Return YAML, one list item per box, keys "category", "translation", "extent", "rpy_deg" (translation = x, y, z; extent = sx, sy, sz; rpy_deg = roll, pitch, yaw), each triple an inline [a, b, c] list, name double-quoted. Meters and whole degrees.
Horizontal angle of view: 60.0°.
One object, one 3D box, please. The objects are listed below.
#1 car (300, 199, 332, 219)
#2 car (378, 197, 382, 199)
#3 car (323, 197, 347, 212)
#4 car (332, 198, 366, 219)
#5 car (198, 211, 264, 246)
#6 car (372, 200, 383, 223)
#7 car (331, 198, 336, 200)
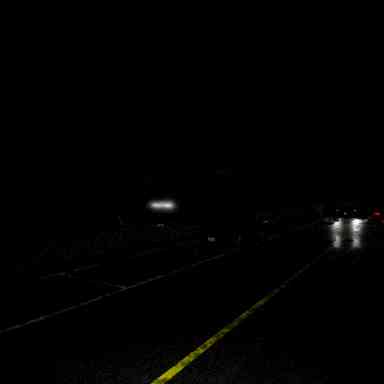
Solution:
- category: "car"
  translation: [10.827, 1.583, 29.443]
  extent: [1.802, 1.307, 4.206]
  rpy_deg: [0, 0, 32]
- category: "car"
  translation: [20.438, 1.527, 34.031]
  extent: [1.812, 1.442, 4.674]
  rpy_deg: [0, 0, 32]
- category: "car"
  translation: [16.735, 1.442, 38.781]
  extent: [1.967, 1.590, 4.097]
  rpy_deg: [0, 0, 32]
- category: "car"
  translation: [13.996, 1.527, 29.627]
  extent: [1.812, 1.442, 4.674]
  rpy_deg: [0, 0, 32]
- category: "car"
  translation: [1.965, 1.566, 15.436]
  extent: [1.947, 1.339, 4.313]
  rpy_deg: [0, 0, 32]
- category: "car"
  translation: [14.570, 1.549, 24.576]
  extent: [2.033, 1.411, 5.357]
  rpy_deg: [0, 0, 32]
- category: "car"
  translation: [13.781, 1.567, 34.112]
  extent: [1.947, 1.339, 4.313]
  rpy_deg: [0, 0, 32]
